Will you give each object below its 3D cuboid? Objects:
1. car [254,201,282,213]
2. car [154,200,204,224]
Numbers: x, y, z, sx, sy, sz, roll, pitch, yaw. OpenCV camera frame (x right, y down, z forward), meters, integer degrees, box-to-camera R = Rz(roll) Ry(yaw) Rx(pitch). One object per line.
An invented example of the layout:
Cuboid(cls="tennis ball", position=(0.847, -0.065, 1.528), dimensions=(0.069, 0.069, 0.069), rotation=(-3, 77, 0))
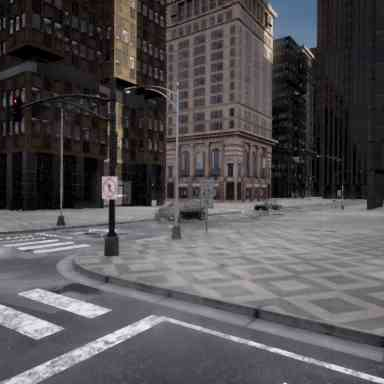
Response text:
Cuboid(cls="car", position=(9.359, 1.824, 41.012), dimensions=(1.895, 1.301, 4.718), rotation=(1, 0, 35))
Cuboid(cls="car", position=(-0.929, 1.473, 26.470), dimensions=(2.097, 1.767, 4.553), rotation=(1, 0, 35))
